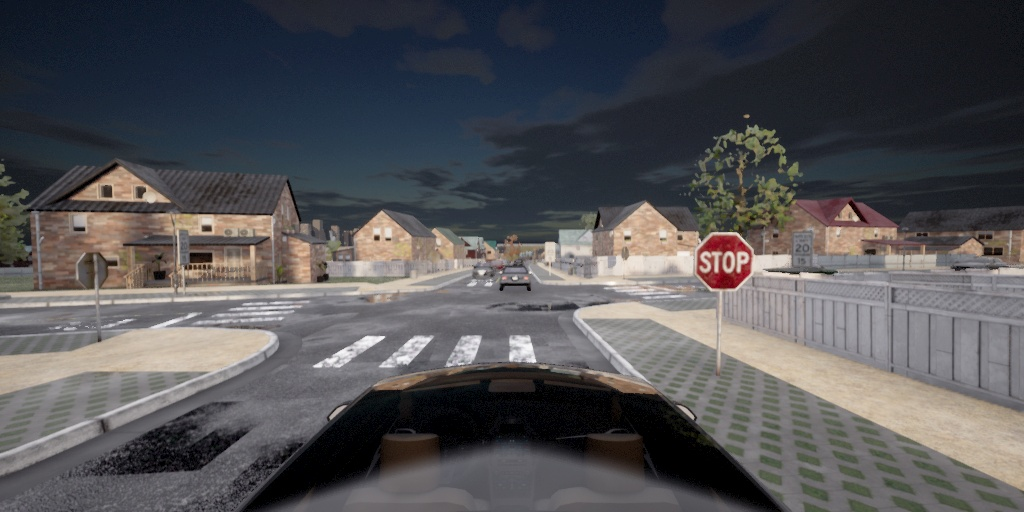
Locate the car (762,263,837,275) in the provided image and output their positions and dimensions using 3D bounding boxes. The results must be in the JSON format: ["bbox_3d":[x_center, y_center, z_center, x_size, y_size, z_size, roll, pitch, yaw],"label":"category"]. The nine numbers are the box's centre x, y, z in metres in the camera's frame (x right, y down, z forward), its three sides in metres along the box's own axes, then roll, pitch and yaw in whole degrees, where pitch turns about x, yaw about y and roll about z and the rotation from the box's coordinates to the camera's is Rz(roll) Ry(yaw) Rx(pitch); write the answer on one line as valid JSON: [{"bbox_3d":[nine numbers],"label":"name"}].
[{"bbox_3d":[19.296,1.115,24.162,4.718,1.301,1.895,0,2,-17],"label":"car"}]

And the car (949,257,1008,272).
[{"bbox_3d":[39.642,0.866,30.422,4.892,1.490,1.837,0,2,-17],"label":"car"}]

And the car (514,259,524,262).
[{"bbox_3d":[1.151,1.418,63.313,1.837,1.490,4.892,0,0,2],"label":"car"}]

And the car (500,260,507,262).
[{"bbox_3d":[-2.163,1.304,49.195,1.882,1.535,5.008,0,0,2],"label":"car"}]

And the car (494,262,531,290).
[{"bbox_3d":[0.214,1.297,22.325,2.033,1.411,5.357,0,0,1],"label":"car"}]

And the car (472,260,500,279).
[{"bbox_3d":[-2.558,1.259,33.138,2.128,1.511,4.902,0,0,1],"label":"car"}]
